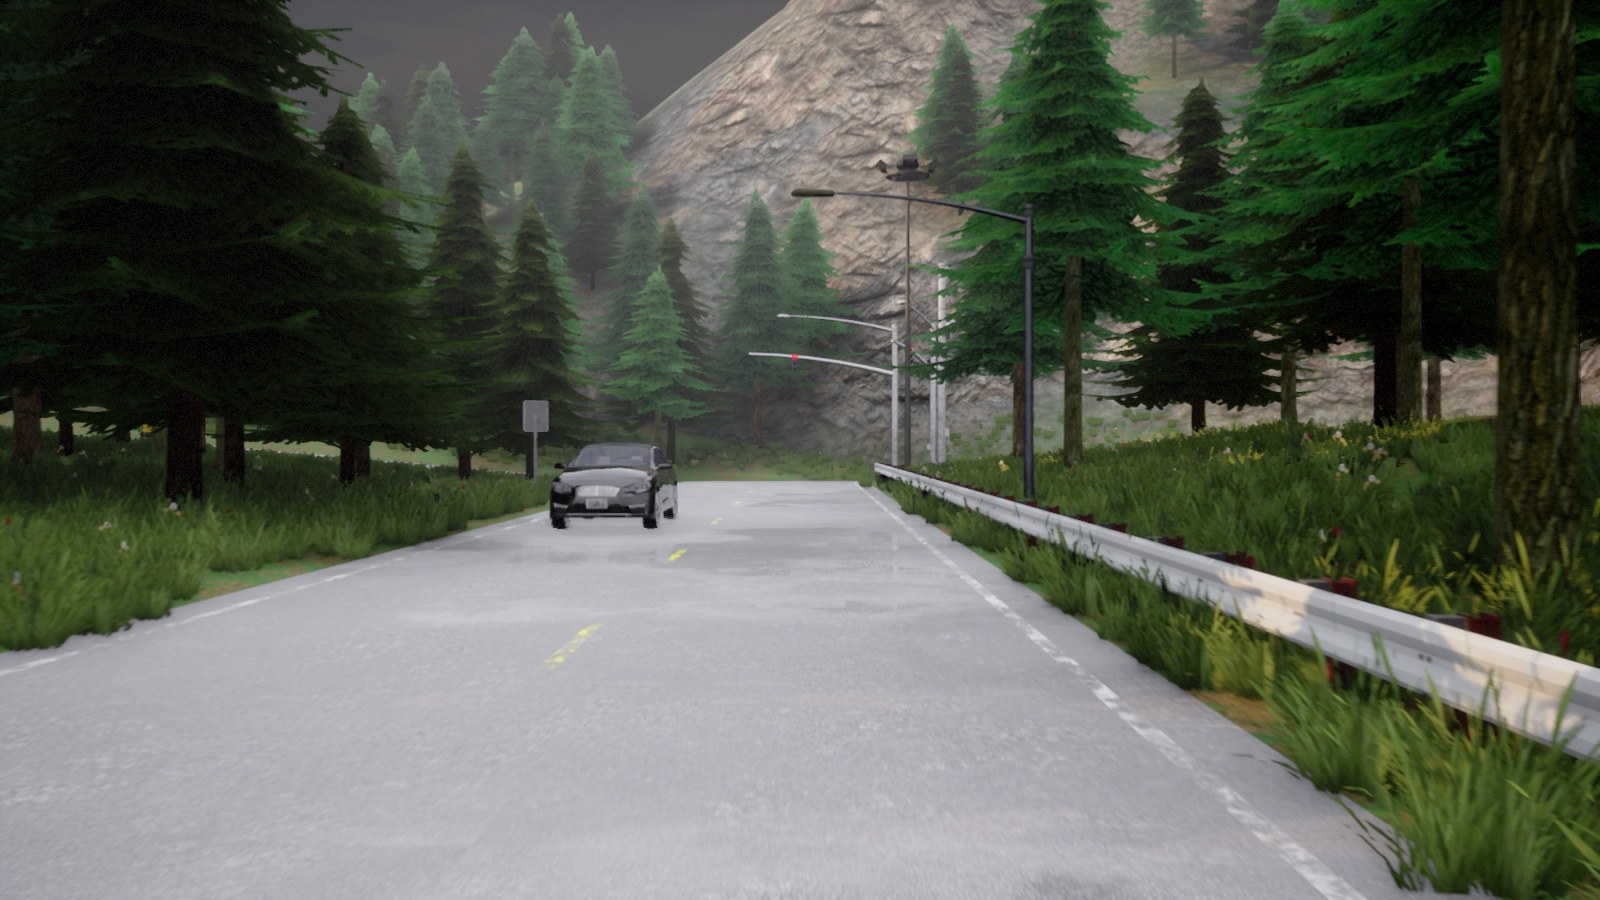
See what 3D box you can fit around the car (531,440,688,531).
[{"bbox_3d":[-3.353,0.570,23.153,2.128,1.511,4.902,0,0,0],"label":"car"}]
